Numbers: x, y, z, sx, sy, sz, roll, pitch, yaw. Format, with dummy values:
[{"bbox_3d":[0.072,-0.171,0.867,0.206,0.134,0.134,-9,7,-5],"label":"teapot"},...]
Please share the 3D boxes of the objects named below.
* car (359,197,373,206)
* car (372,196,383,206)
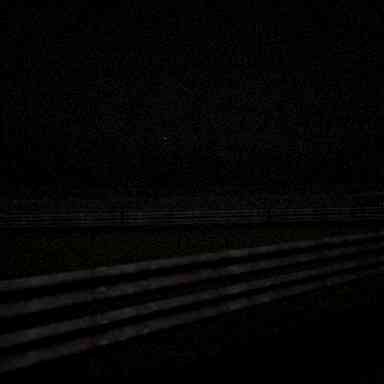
[{"bbox_3d":[20.758,1.201,35.887,5.008,1.535,1.882,-2,1,-1],"label":"car"},{"bbox_3d":[20.833,1.261,32.388,4.902,1.511,2.128,-2,1,-1],"label":"car"}]
